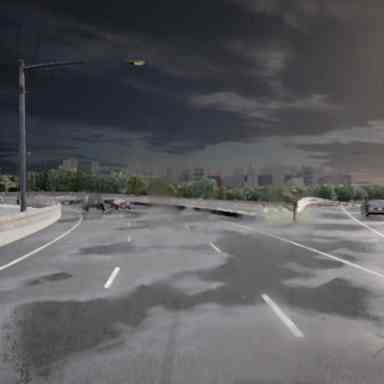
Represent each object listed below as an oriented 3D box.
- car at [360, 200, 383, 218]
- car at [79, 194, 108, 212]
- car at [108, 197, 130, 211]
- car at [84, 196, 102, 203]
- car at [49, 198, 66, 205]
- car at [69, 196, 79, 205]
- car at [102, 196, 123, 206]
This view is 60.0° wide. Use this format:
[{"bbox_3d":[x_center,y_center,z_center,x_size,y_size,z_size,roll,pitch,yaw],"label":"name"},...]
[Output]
[{"bbox_3d":[15.216,1.342,27.723,2.033,1.411,5.357,-1,0,21],"label":"car"},{"bbox_3d":[-12.388,1.320,41.550,2.150,2.045,5.566,0,0,-25],"label":"car"},{"bbox_3d":[-9.312,1.590,43.042,1.812,1.442,4.674,-1,0,-24],"label":"car"},{"bbox_3d":[-20.213,1.549,67.557,1.994,1.385,4.181,-1,0,-41],"label":"car"},{"bbox_3d":[-25.565,1.829,63.038,1.895,1.301,4.718,-1,0,-41],"label":"car"},{"bbox_3d":[-22.170,1.546,64.388,2.097,1.767,4.553,-1,0,-38],"label":"car"},{"bbox_3d":[-14.207,1.582,59.226,1.882,1.535,5.008,-1,0,-35],"label":"car"}]
